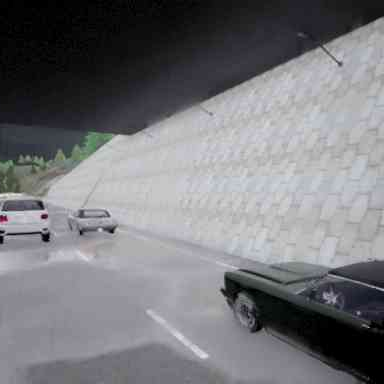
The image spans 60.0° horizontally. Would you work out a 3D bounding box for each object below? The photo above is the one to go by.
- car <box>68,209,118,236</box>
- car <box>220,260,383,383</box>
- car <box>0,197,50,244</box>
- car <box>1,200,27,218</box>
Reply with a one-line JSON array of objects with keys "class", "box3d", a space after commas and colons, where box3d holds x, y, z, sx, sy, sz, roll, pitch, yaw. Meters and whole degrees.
[{"class": "car", "box3d": [-5.789, 1.629, 18.927, 1.895, 1.301, 4.718, 0, 0, -29]}, {"class": "car", "box3d": [2.366, 1.589, 4.392, 1.895, 1.301, 4.718, 0, 0, -29]}, {"class": "car", "box3d": [-8.379, 1.259, 16.388, 2.150, 2.045, 5.566, 0, 0, -29]}, {"class": "car", "box3d": [-17.374, 1.574, 32.391, 2.128, 1.511, 4.902, 0, 0, -29]}]
